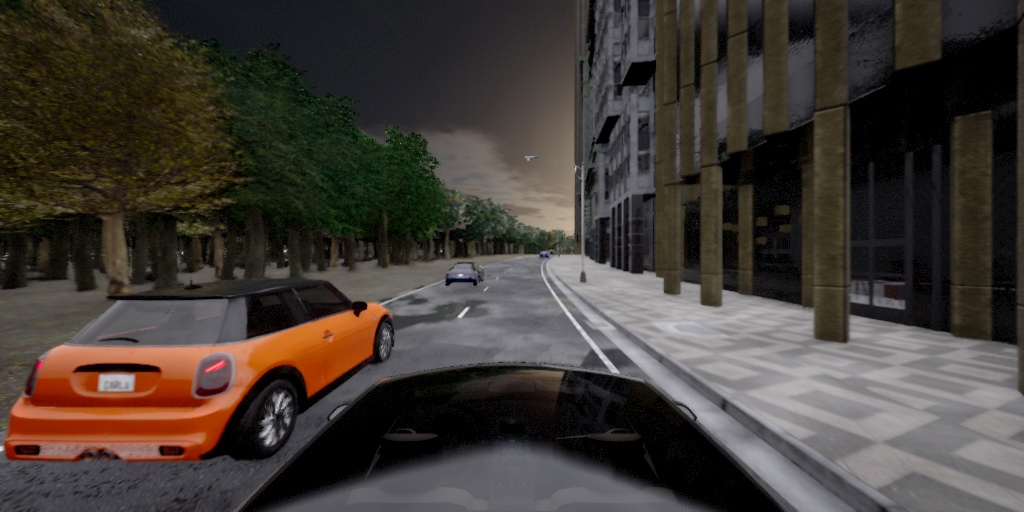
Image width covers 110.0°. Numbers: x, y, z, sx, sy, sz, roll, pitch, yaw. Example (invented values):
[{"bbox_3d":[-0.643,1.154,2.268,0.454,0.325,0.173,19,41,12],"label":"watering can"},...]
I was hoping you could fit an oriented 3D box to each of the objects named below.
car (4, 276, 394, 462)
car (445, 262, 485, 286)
[{"bbox_3d":[-3.353,1.087,5.177,2.097,1.767,4.553,0,0,0],"label":"car"},{"bbox_3d":[-2.894,1.051,22.754,1.994,1.385,4.181,0,1,2],"label":"car"}]
